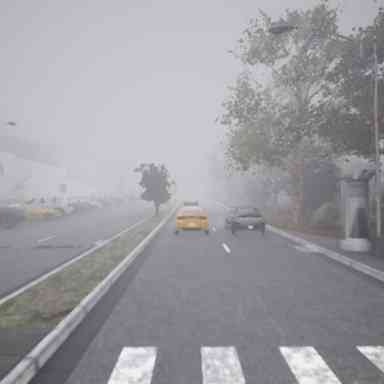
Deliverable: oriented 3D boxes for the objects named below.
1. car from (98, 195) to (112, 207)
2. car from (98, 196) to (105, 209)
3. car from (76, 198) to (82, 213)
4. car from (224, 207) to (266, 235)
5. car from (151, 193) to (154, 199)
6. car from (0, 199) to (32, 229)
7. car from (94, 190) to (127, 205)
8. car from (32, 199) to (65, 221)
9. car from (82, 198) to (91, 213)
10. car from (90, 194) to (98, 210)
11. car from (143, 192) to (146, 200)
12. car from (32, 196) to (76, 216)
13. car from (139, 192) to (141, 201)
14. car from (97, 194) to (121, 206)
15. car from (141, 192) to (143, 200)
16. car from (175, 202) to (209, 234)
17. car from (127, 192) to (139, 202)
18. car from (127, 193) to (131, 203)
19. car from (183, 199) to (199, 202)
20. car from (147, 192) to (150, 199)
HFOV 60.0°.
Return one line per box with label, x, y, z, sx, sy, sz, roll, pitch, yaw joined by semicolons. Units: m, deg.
car;-14.068;1.554;45.950;5.008;1.535;2.097;-1;1;-20
car;-14.062;1.621;42.950;4.674;1.452;2.002;-1;0;-20
car;-14.039;1.669;33.925;4.792;1.488;2.163;-1;1;-20
car;2.998;1.599;19.512;2.128;1.511;4.902;0;0;0
car;-14.329;1.056;93.961;5.566;2.045;2.435;-1;0;-20
car;-13.929;1.403;21.945;5.566;2.045;2.435;-1;-1;-20
car;-14.102;1.218;54.967;5.566;2.045;2.435;-1;0;-20
car;-13.811;1.650;27.999;5.366;1.575;1.946;-1;0;-20
car;-14.031;1.668;36.950;4.674;1.452;2.002;-1;0;-20
car;-14.077;1.479;39.938;4.553;1.767;2.185;-1;0;-20
car;-14.253;1.335;78.960;4.892;1.521;2.231;-1;0;-20
car;-14.027;1.400;30.925;5.566;2.045;2.435;-1;0;-20
car;-14.186;1.227;72.964;4.553;1.767;2.185;-1;1;-20
car;-14.080;1.525;51.967;4.792;1.488;2.163;-1;0;-20
car;-14.264;1.217;75.949;4.553;1.767;2.185;-1;0;-20
car;-0.016;1.597;20.309;1.882;1.535;5.008;0;0;0
car;-14.212;1.131;66.937;5.566;2.045;2.435;-1;1;-20
car;-13.963;1.437;58.022;5.366;1.575;1.946;-1;0;-20
car;-0.128;1.548;40.808;1.882;1.535;5.008;0;0;0
car;-14.305;1.071;84.947;5.566;2.045;2.435;-1;0;-20
